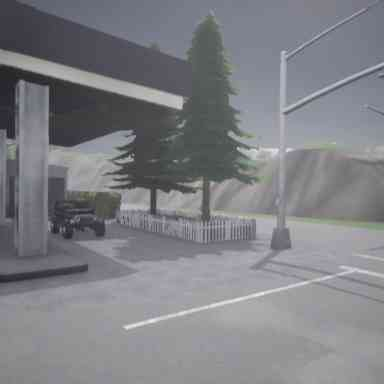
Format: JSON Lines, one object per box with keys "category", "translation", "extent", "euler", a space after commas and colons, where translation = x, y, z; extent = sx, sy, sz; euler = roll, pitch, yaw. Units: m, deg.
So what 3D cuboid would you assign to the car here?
{"category": "car", "translation": [-5.995, 1.279, 17.206], "extent": [1.905, 1.878, 3.866], "euler": [1, 0, -36]}
